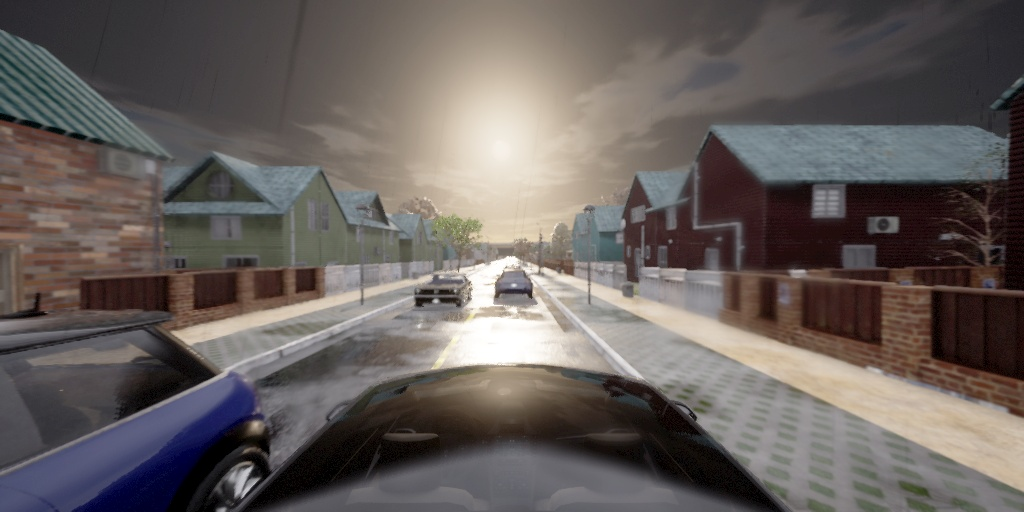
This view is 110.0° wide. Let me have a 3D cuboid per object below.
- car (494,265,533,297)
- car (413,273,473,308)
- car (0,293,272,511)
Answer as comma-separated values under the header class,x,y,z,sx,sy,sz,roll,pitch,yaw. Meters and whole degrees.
class,x,y,z,sx,sy,sz,roll,pitch,yaw
car,0.094,1.398,19.383,1.994,1.385,4.181,0,0,0
car,-2.855,1.416,15.726,1.895,1.301,4.718,0,0,0
car,-2.808,1.098,0.689,2.097,1.767,4.553,0,0,0
